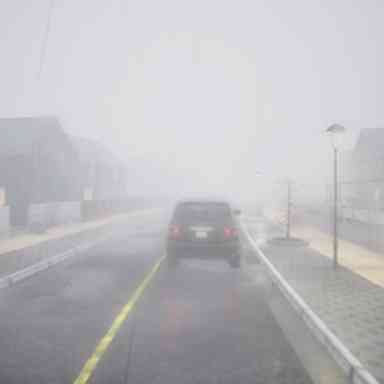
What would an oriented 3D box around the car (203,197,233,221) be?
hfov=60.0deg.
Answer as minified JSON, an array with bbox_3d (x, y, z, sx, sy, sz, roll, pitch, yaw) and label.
[{"bbox_3d":[2.255,1.320,27.504,2.097,1.767,4.553,0,0,9],"label":"car"}]

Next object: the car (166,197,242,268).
[{"bbox_3d":[0.520,1.214,11.511,2.150,2.045,5.566,0,0,6],"label":"car"}]

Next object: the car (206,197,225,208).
[{"bbox_3d":[3.509,1.461,48.392,1.994,1.385,4.181,0,0,15],"label":"car"}]
